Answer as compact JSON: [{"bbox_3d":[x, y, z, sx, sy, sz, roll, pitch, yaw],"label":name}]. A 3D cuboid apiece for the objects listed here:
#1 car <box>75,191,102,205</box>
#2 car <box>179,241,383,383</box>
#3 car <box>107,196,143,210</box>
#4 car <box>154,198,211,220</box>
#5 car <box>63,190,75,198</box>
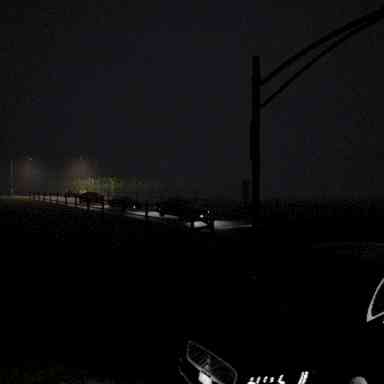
[{"bbox_3d":[-12.453,0.743,41.068,1.882,1.535,5.008,0,1,-35],"label":"car"},{"bbox_3d":[2.120,1.505,4.492,4.892,1.490,1.837,0,0,-35],"label":"car"},{"bbox_3d":[-6.591,1.051,32.613,1.895,1.301,4.718,0,1,-35],"label":"car"},{"bbox_3d":[-0.855,1.180,24.361,2.033,1.411,5.357,0,1,-35],"label":"car"},{"bbox_3d":[-22.525,0.355,62.016,1.882,1.535,5.008,0,1,-35],"label":"car"}]
